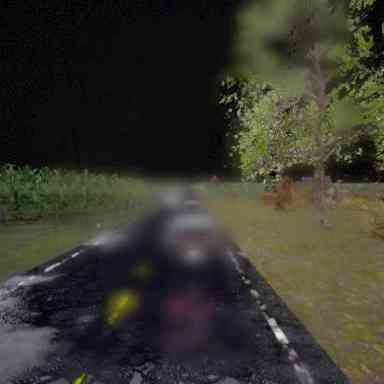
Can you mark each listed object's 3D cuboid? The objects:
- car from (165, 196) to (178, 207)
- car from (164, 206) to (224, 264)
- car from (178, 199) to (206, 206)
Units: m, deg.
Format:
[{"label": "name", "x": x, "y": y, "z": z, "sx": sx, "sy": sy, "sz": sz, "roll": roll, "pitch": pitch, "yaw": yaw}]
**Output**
[{"label": "car", "x": -2.835, "y": 1.352, "z": 48.994, "sx": 1.812, "sy": 1.442, "sz": 4.674, "roll": 0, "pitch": 0, "yaw": 0}, {"label": "car", "x": 0.066, "y": 1.473, "z": 11.724, "sx": 1.837, "sy": 1.490, "sz": 4.892, "roll": 0, "pitch": 0, "yaw": 0}, {"label": "car", "x": 0.069, "y": 1.422, "z": 27.168, "sx": 1.837, "sy": 1.490, "sz": 4.892, "roll": 0, "pitch": 1, "yaw": 0}]
